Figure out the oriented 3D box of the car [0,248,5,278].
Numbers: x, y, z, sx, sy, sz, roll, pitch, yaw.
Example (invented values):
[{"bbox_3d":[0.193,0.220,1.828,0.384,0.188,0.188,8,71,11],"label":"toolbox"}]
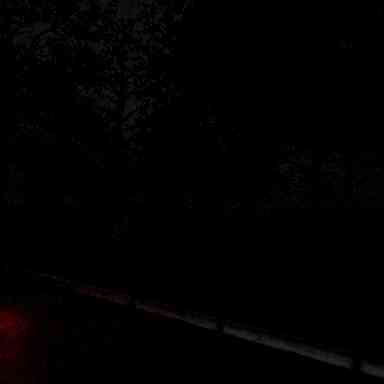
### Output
[{"bbox_3d":[-6.323,1.499,7.877,4.902,1.511,2.128,0,0,36],"label":"car"}]
